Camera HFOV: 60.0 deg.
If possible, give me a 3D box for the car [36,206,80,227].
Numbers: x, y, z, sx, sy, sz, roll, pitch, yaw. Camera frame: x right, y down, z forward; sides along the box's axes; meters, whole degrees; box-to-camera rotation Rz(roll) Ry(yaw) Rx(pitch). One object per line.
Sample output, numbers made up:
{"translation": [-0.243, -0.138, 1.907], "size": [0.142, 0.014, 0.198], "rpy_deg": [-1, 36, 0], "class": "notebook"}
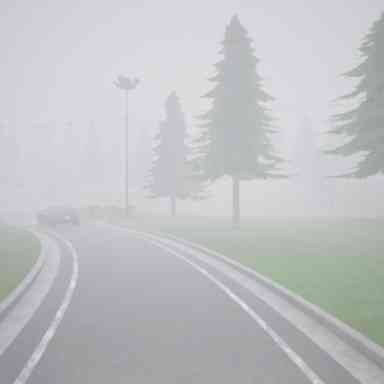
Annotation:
{"translation": [-9.636, 1.684, 23.845], "size": [1.994, 1.385, 4.181], "rpy_deg": [0, 0, -40], "class": "car"}
